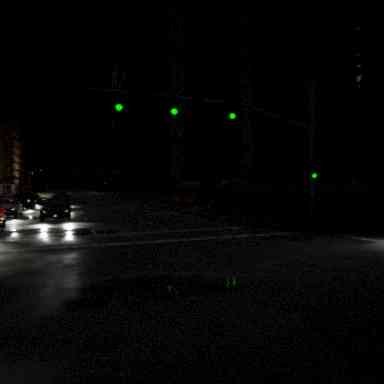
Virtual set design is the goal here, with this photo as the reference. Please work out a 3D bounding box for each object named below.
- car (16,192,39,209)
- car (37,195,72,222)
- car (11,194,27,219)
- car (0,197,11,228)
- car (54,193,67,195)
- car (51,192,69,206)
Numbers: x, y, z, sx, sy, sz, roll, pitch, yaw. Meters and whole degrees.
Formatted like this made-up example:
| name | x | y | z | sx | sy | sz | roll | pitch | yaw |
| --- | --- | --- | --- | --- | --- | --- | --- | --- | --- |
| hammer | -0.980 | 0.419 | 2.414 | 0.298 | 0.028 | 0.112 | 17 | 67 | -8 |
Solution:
| name | x | y | z | sx | sy | sz | roll | pitch | yaw |
| --- | --- | --- | --- | --- | --- | --- | --- | --- | --- |
| car | -17.480 | 0.856 | 34.394 | 2.097 | 1.767 | 4.553 | -1 | 1 | -21 |
| car | -9.274 | 1.164 | 22.755 | 1.812 | 1.442 | 4.674 | -1 | 1 | -21 |
| car | -13.850 | 1.163 | 24.888 | 1.812 | 1.442 | 4.674 | -1 | 1 | -21 |
| car | -10.652 | 1.107 | 16.483 | 2.097 | 1.767 | 4.553 | -1 | 1 | -21 |
| car | -12.923 | 0.983 | 32.312 | 1.882 | 1.535 | 5.008 | -1 | 1 | -21 |
| car | -16.593 | 0.847 | 41.955 | 1.882 | 1.535 | 5.008 | -1 | 1 | -21 |
